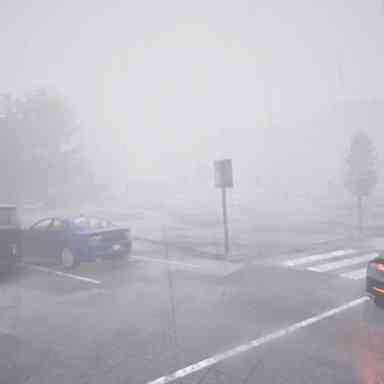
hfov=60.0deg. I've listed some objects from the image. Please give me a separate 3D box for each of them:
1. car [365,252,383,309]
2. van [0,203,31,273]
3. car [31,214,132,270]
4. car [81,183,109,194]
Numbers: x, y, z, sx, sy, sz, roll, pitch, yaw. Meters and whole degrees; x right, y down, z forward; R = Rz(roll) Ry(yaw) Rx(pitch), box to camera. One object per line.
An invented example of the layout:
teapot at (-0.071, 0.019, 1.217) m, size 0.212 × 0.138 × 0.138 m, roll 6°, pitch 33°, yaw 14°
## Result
car at (5.282, 1.470, 6.536) m, size 4.902 × 1.511 × 2.128 m, roll 0°, pitch 0°, yaw -37°
van at (-6.770, 1.273, 9.471) m, size 4.442 × 1.987 × 1.878 m, roll -1°, pitch 0°, yaw 35°
car at (-4.212, 1.490, 11.120) m, size 5.008 × 1.535 × 2.097 m, roll -1°, pitch 0°, yaw 35°
car at (-15.359, -0.642, 54.496) m, size 2.163 × 1.488 × 4.792 m, roll 1°, pitch 6°, yaw 16°
